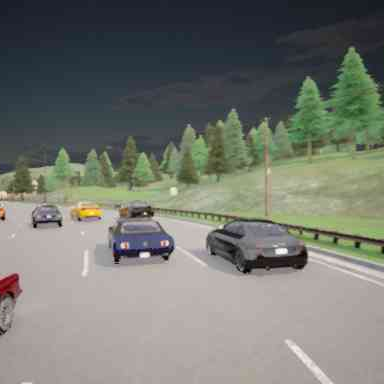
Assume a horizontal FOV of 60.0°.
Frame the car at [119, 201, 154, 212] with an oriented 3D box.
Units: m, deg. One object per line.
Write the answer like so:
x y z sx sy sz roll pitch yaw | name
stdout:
-4.700 1.526 27.738 1.882 1.535 5.008 -1 0 -27 | car

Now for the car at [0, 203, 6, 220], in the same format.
-17.882 1.551 29.615 2.097 1.767 4.553 -1 0 -32 | car

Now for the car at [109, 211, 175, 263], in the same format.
-2.044 1.622 12.176 1.895 1.301 4.718 -1 0 -16 | car

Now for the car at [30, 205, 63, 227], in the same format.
-10.483 1.663 23.935 2.033 1.411 5.357 -1 0 -27 | car

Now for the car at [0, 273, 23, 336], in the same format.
-3.699 1.642 3.721 1.895 1.301 4.718 -1 0 -6 | car

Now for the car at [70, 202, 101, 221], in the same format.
-9.298 1.579 28.932 1.882 1.535 5.008 0 0 -29 | car

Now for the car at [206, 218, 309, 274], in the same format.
1.873 1.540 10.731 1.994 1.385 4.181 -1 0 -14 | car
